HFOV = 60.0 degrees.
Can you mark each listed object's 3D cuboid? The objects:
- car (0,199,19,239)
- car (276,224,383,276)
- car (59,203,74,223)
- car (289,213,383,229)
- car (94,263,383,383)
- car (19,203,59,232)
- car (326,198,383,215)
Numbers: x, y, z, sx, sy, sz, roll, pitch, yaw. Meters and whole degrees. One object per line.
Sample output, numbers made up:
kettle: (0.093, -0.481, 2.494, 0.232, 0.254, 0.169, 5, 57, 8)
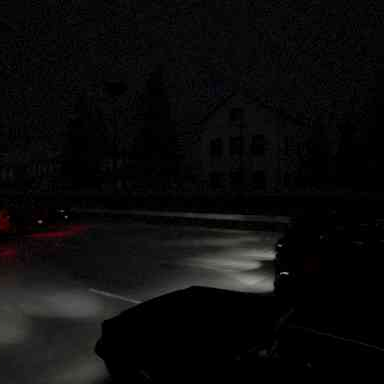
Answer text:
car: (-11.053, 1.258, 16.173, 5.566, 2.045, 2.150, 0, 0, 35)
car: (3.745, 1.526, 5.621, 4.674, 1.442, 1.812, 0, 0, 36)
car: (-10.728, 1.536, 24.539, 4.902, 1.511, 2.128, 0, 0, 35)
car: (4.775, 1.508, 9.184, 4.892, 1.490, 1.837, 0, 0, 35)
car: (1.257, 1.602, 3.095, 4.718, 1.301, 1.895, 0, 0, 35)
car: (-10.514, 1.517, 20.087, 5.008, 1.535, 1.882, 0, 0, 35)
car: (6.370, 1.226, 12.346, 5.566, 2.045, 2.150, 0, 0, 35)
